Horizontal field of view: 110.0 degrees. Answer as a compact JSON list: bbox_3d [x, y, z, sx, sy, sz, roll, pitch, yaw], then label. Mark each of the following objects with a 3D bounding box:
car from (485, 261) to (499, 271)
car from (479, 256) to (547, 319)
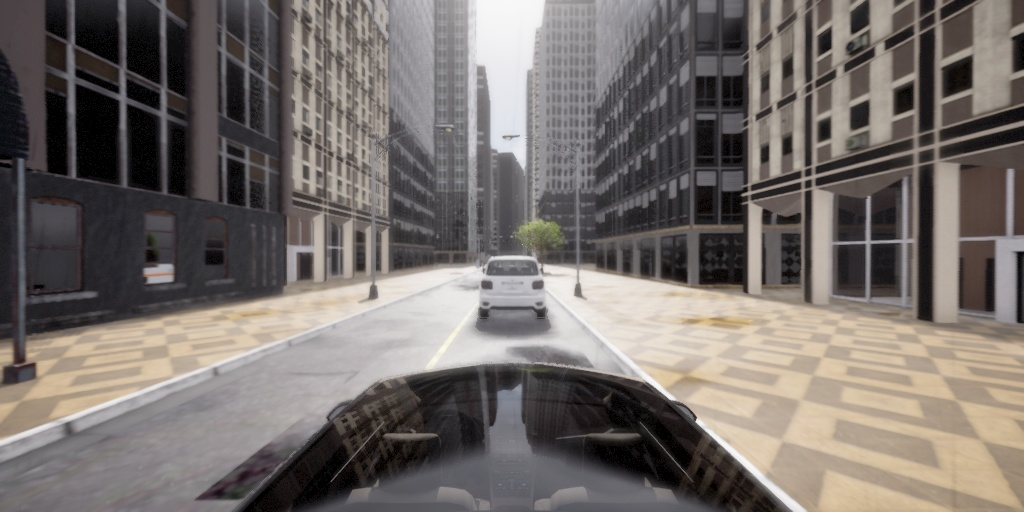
[{"bbox_3d":[-3.062,1.545,56.324,1.837,1.490,4.892,0,0,0],"label":"car"},{"bbox_3d":[0.035,1.029,13.267,2.150,2.045,5.566,0,0,0],"label":"car"}]
